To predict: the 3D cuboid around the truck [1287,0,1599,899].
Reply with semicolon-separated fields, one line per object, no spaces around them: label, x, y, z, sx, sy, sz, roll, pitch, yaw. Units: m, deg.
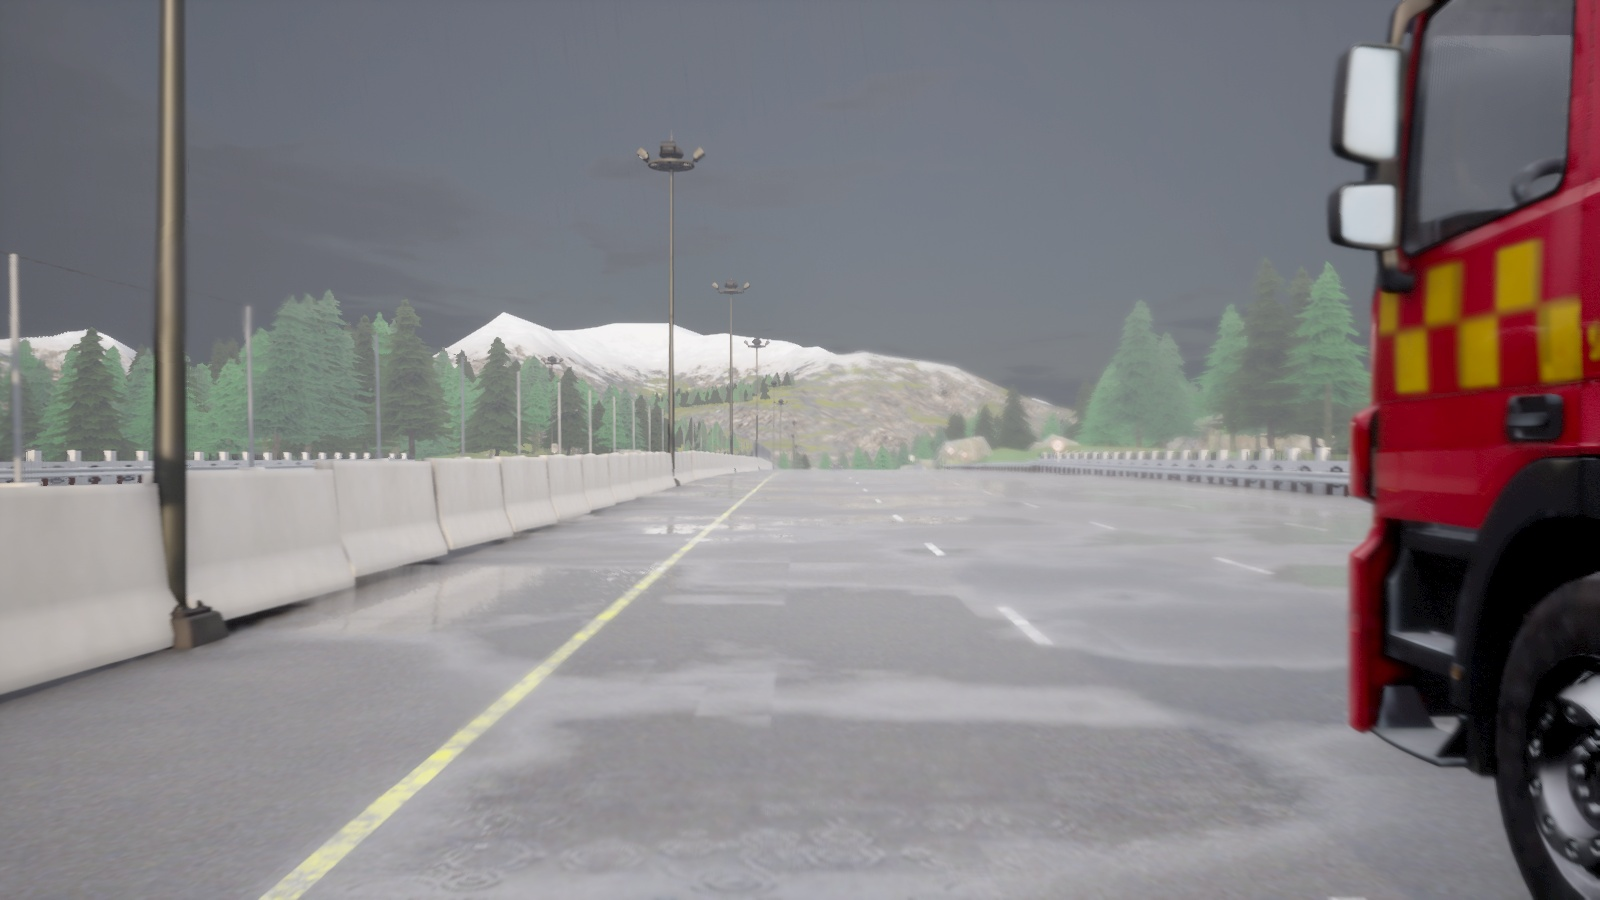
truck;3.523;-0.421;1.161;2.891;3.827;8.468;0;0;0
